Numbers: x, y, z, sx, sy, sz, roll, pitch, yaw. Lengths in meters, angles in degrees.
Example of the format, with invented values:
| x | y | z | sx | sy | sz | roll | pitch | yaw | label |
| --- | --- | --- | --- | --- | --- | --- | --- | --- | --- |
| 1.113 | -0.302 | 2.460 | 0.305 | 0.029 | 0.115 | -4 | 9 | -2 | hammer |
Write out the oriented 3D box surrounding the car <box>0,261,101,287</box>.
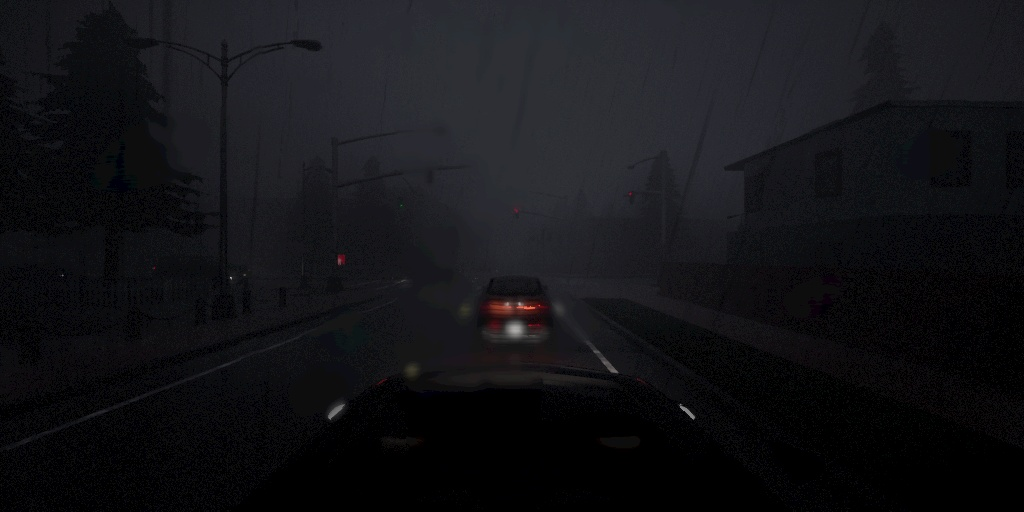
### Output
| x | y | z | sx | sy | sz | roll | pitch | yaw | label |
| --- | --- | --- | --- | --- | --- | --- | --- | --- | --- |
| -31.103 | 1.257 | 23.763 | 4.902 | 1.511 | 2.128 | 0 | 0 | -1 | car |

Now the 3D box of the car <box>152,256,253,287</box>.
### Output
| x | y | z | sx | sy | sz | roll | pitch | yaw | label |
| --- | --- | --- | --- | --- | --- | --- | --- | --- | --- |
| -20.665 | 0.987 | 24.039 | 5.566 | 2.045 | 2.150 | 0 | 0 | -1 | car |

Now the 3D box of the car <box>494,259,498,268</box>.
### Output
| x | y | z | sx | sy | sz | roll | pitch | yaw | label |
| --- | --- | --- | --- | --- | --- | --- | --- | --- | --- |
| -3.460 | 1.276 | 54.315 | 1.812 | 1.442 | 4.674 | 0 | 0 | 0 | car |

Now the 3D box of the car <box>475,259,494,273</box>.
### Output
| x | y | z | sx | sy | sz | roll | pitch | yaw | label |
| --- | --- | --- | --- | --- | --- | --- | --- | --- | --- |
| -3.495 | 1.276 | 44.179 | 1.812 | 1.442 | 4.674 | 0 | 0 | -1 | car |

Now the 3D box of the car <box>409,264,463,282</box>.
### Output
| x | y | z | sx | sy | sz | roll | pitch | yaw | label |
| --- | --- | --- | --- | --- | --- | --- | --- | --- | --- |
| -5.972 | 1.320 | 28.282 | 4.181 | 1.385 | 1.994 | 0 | 0 | -3 | car |

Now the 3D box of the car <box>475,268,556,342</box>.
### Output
| x | y | z | sx | sy | sz | roll | pitch | yaw | label |
| --- | --- | --- | --- | --- | --- | --- | --- | --- | --- |
| 0.092 | 1.255 | 9.729 | 1.837 | 1.490 | 4.892 | 0 | 0 | 0 | car |
